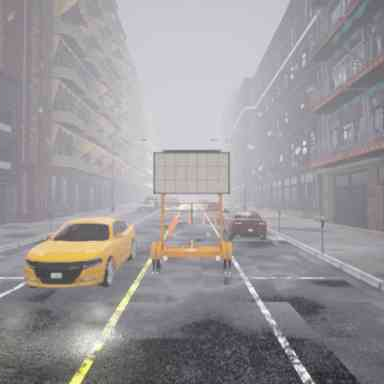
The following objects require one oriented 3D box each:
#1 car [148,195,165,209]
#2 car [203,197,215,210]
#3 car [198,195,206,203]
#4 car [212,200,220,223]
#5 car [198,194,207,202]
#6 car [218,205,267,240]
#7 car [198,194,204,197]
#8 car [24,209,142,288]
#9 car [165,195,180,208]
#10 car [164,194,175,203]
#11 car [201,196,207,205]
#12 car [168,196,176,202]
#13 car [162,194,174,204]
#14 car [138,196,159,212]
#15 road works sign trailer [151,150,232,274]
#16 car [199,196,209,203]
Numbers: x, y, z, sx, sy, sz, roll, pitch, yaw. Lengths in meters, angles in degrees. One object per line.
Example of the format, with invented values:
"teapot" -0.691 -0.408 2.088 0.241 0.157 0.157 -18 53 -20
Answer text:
"car" -5.276 1.388 44.595 2.192 1.841 5.009 2 0 0
"car" 2.596 1.604 38.997 1.887 1.381 4.507 1 0 0
"car" 2.603 1.669 61.121 1.887 1.381 4.507 1 0 0
"car" 2.592 1.549 22.577 1.752 1.417 4.829 1 0 0
"car" 2.581 1.531 83.245 2.192 1.841 5.009 1 0 0
"car" 2.590 1.560 16.875 1.887 1.381 4.507 1 0 0
"car" 2.605 1.690 66.651 1.887 1.381 4.507 1 0 0
"car" -2.846 1.484 9.478 1.882 1.535 5.008 0 0 0
"car" -2.828 1.565 49.971 1.882 1.535 5.008 0 0 0
"car" -5.266 1.507 77.776 2.192 1.841 5.009 1 0 0
"car" 2.598 1.623 44.529 2.008 1.369 4.403 1 0 0
"car" -5.270 1.809 88.838 1.947 1.339 4.313 1 0 0
"car" -5.268 1.483 72.247 2.192 1.841 5.009 1 0 0
"car" -5.283 1.584 38.893 1.752 1.417 4.829 2 0 0
"road works sign trailer" -0.006 0.472 10.557 2.380 3.560 2.880 0 0 0
"car" 2.616 1.608 72.183 1.967 1.590 4.097 1 0 0
